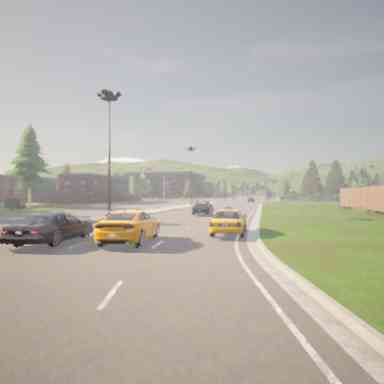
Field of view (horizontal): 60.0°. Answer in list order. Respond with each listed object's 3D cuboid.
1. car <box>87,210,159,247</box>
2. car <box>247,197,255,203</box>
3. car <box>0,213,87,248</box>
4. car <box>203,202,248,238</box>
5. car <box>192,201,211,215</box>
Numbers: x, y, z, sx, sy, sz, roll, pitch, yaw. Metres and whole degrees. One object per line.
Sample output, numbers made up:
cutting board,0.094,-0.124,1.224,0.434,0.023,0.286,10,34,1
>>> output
car,-2.877,1.595,15.658,1.882,1.535,5.008,0,0,7
car,15.415,2.000,86.899,2.033,1.411,5.357,0,0,12
car,-6.472,1.667,15.523,2.033,1.411,5.357,0,0,7
car,2.075,1.591,18.642,1.801,1.575,5.366,0,0,11
car,1.275,1.763,37.253,2.128,1.511,4.902,0,0,12
